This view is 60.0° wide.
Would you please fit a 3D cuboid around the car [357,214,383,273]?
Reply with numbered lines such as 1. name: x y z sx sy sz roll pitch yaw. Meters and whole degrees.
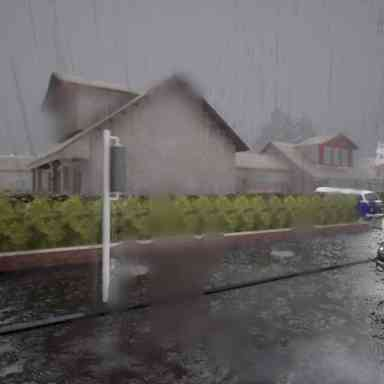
1. car: 6.927 1.446 8.915 4.902 1.511 2.128 0 1 -32

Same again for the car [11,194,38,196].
1. car: -12.032 0.853 22.654 3.633 1.501 1.845 0 1 -35
